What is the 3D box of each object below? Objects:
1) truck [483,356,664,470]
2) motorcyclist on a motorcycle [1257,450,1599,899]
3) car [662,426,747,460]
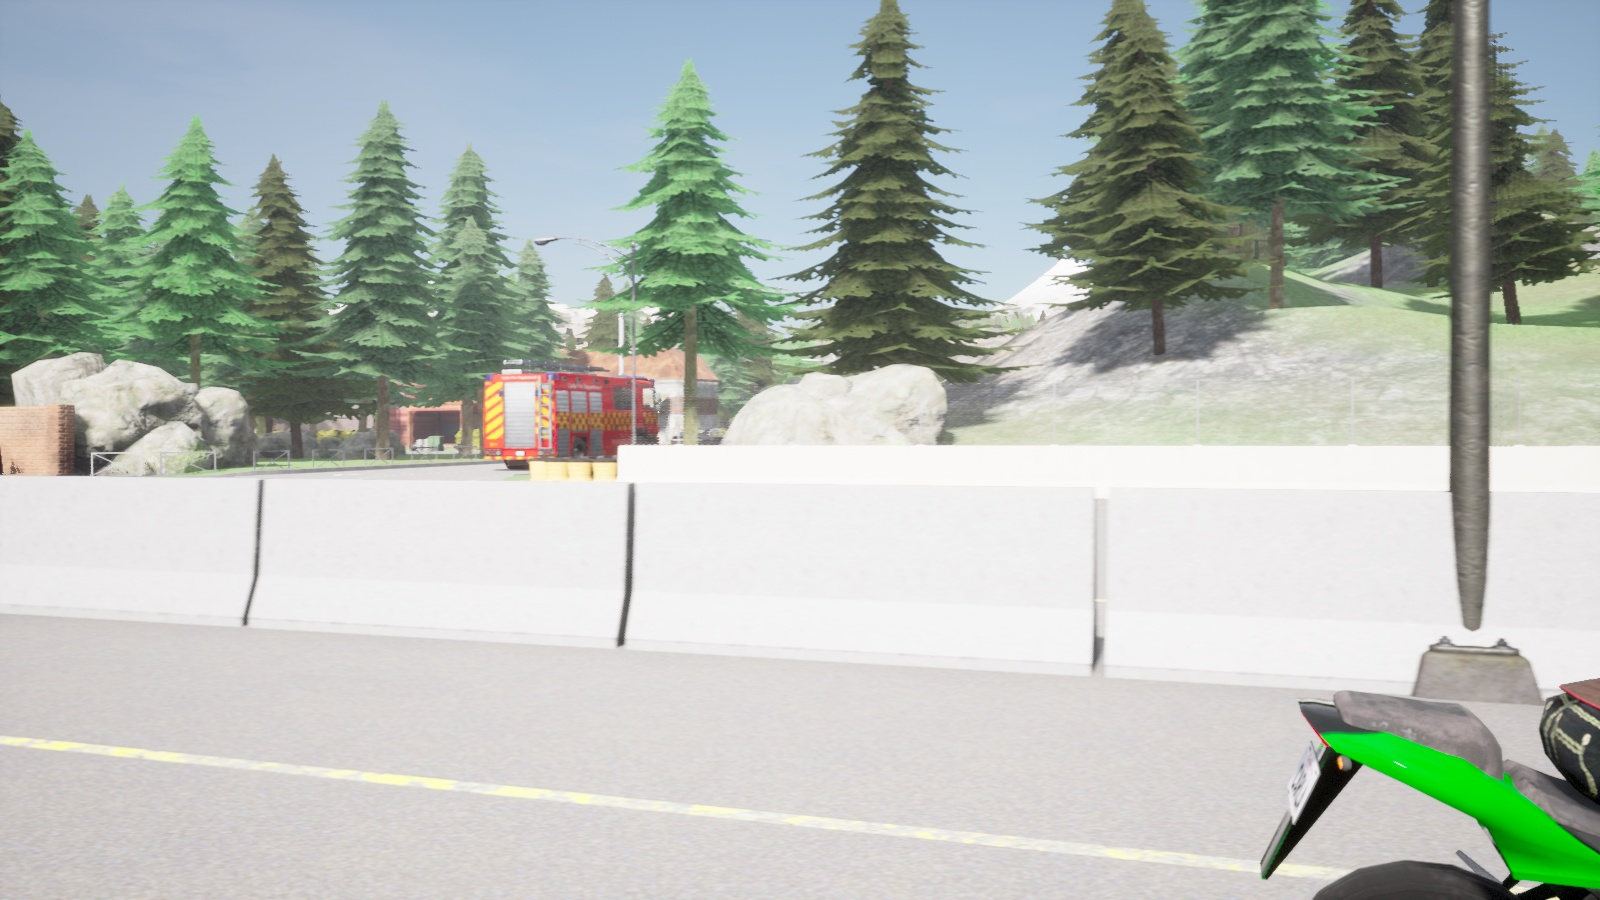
[{"bbox_3d":[-8.193,-1.315,46.830,2.891,3.827,8.468,1,1,19],"label":"truck"},{"bbox_3d":[2.016,0.776,2.515,2.044,1.523,0.797,1,1,19],"label":"motorcyclist on a motorcycle"},{"bbox_3d":[-4.356,-0.357,57.905,2.128,1.511,4.902,1,1,19],"label":"car"}]
